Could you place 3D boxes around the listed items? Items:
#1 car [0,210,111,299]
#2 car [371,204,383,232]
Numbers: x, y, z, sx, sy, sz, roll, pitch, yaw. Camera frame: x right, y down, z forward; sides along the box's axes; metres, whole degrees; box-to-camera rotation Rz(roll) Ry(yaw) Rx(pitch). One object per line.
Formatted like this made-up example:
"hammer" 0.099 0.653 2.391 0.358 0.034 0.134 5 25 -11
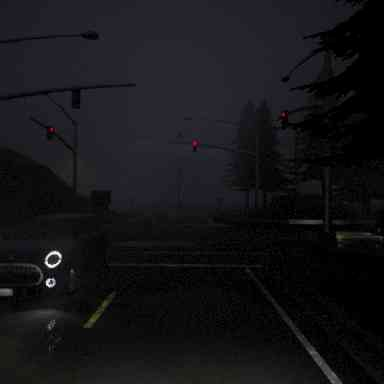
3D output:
"car" -3.668 1.412 8.808 2.097 1.767 4.553 0 -1 0
"car" 14.214 1.864 21.230 4.553 1.767 2.097 0 -1 0
